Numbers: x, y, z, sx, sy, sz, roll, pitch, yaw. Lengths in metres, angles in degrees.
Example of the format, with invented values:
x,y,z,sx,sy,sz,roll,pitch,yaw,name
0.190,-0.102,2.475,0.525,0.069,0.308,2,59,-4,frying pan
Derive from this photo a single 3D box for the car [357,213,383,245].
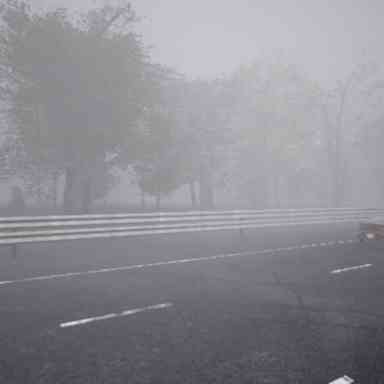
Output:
x,y,z,sx,sy,sz,roll,pitch,yaw,name
9.294,1.647,14.912,4.674,1.442,1.812,1,0,-32,car
